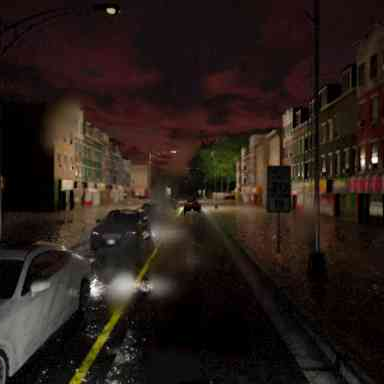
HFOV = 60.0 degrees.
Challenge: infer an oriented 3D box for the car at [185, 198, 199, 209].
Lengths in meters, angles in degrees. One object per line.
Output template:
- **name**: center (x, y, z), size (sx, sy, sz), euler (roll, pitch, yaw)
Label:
- **car**: center (0.041, 1.573, 47.398), size (1.994, 1.385, 4.181), euler (0, 0, 0)

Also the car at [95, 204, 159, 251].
- **car**: center (-2.842, 1.484, 14.152), size (2.128, 1.511, 4.902), euler (0, 0, 0)

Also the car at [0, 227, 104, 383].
- **car**: center (-2.845, 1.523, 4.817), size (1.812, 1.442, 4.674), euler (0, 0, 0)

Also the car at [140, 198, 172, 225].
- **car**: center (-2.831, 1.483, 24.243), size (2.128, 1.511, 4.902), euler (0, 0, 0)

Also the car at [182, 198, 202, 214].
- **car**: center (0.023, 1.506, 35.463), size (1.837, 1.490, 4.892), euler (0, 0, 0)

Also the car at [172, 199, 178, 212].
- **car**: center (-2.729, 1.566, 39.696), size (1.812, 1.442, 4.674), euler (0, 0, 0)
